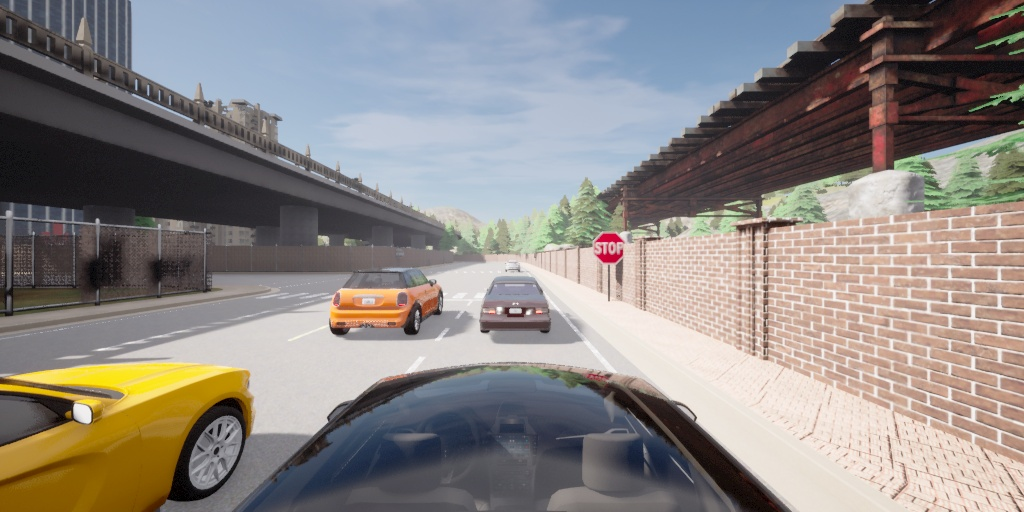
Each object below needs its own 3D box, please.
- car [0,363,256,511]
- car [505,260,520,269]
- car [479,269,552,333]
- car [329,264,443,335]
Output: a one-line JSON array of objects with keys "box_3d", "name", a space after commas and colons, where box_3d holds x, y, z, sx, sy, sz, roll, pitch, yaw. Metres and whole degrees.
[{"box_3d": [-3.399, 1.228, 1.413, 1.882, 1.535, 5.008, 0, 0, 0], "name": "car"}, {"box_3d": [0.086, 1.276, 45.556, 1.812, 1.442, 4.674, 0, 0, -1], "name": "car"}, {"box_3d": [0.078, 1.297, 10.693, 2.033, 1.411, 5.357, 0, 0, 0], "name": "car"}, {"box_3d": [-3.423, 1.102, 10.670, 2.097, 1.767, 4.553, 0, 0, 0], "name": "car"}]
